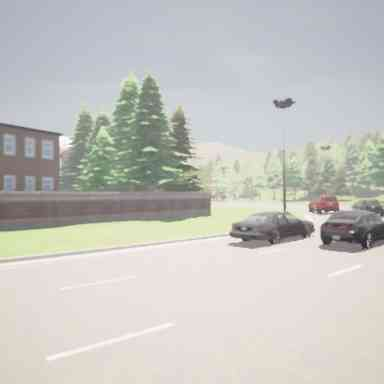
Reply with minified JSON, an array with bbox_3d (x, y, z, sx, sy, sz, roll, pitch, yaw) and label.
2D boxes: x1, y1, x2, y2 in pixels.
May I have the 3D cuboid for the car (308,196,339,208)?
[{"bbox_3d":[15.222,1.463,38.717,2.150,2.045,5.566,0,-1,4],"label":"car"}]

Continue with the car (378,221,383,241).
[{"bbox_3d":[7.936,1.582,10.430,5.357,1.411,2.033,0,-1,-44],"label":"car"}]

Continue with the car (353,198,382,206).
[{"bbox_3d":[17.789,1.525,33.898,2.097,1.767,4.553,-1,-1,13],"label":"car"}]

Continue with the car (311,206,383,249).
[{"bbox_3d":[7.515,1.588,15.056,4.892,1.490,1.837,0,0,-45],"label":"car"}]

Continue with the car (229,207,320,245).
[{"bbox_3d":[4.083,1.673,16.388,5.357,1.411,2.033,0,-1,-44],"label":"car"}]
